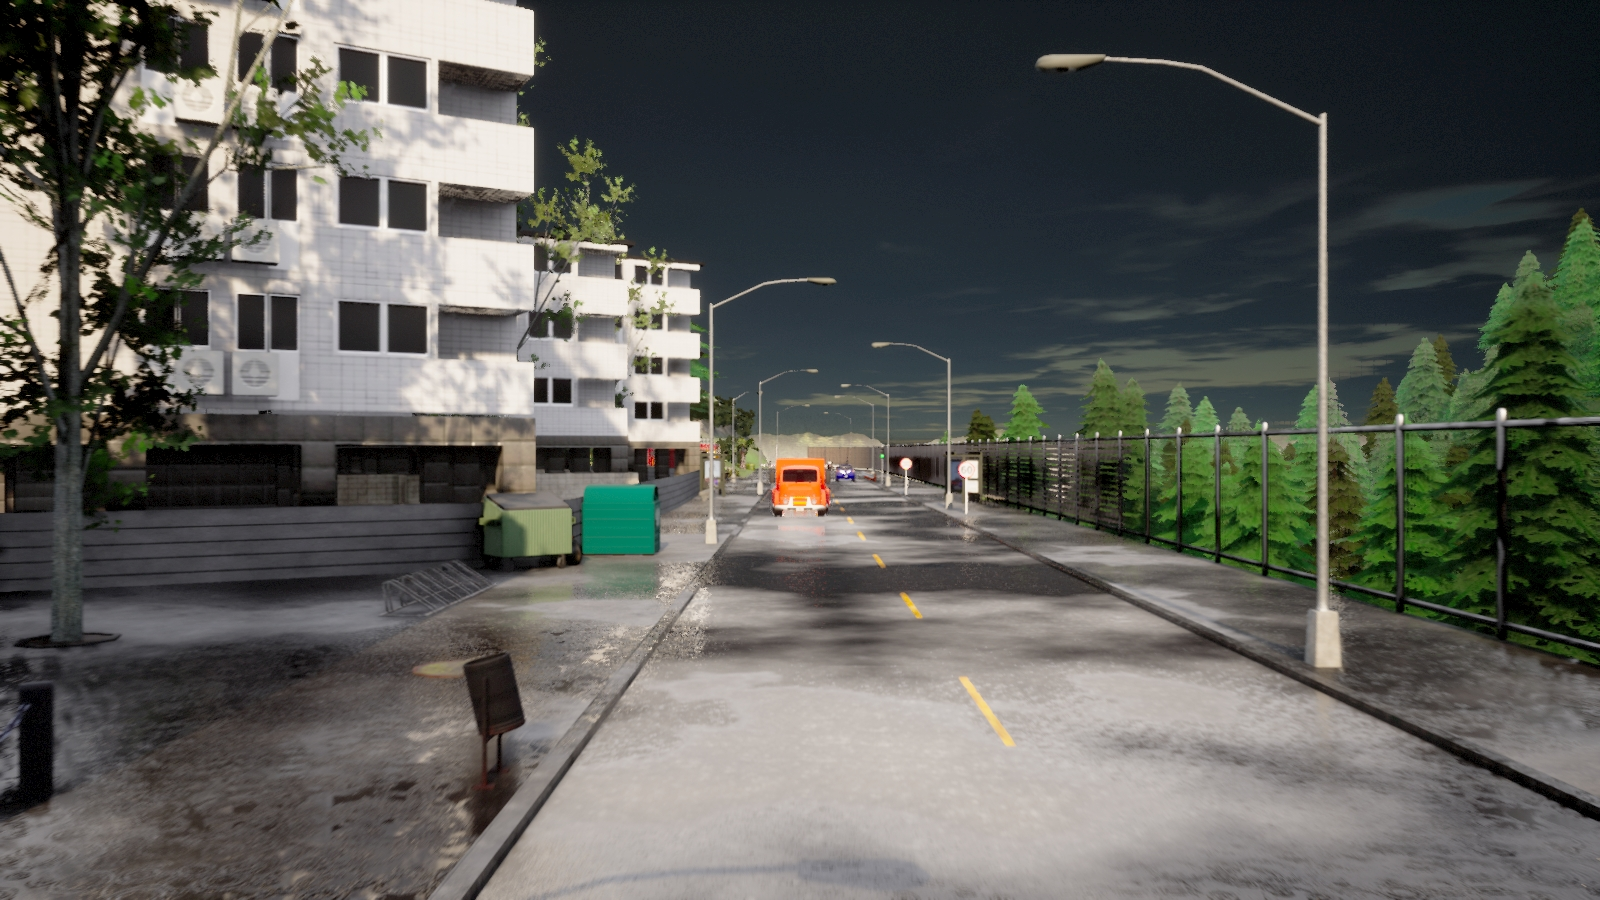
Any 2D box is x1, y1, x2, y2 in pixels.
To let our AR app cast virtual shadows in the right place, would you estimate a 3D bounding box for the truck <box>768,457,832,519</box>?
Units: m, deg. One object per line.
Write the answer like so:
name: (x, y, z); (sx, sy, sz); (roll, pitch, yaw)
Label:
truck: (0.023, 1.568, 49.092); (2.627, 2.467, 5.204); (0, 0, 1)
